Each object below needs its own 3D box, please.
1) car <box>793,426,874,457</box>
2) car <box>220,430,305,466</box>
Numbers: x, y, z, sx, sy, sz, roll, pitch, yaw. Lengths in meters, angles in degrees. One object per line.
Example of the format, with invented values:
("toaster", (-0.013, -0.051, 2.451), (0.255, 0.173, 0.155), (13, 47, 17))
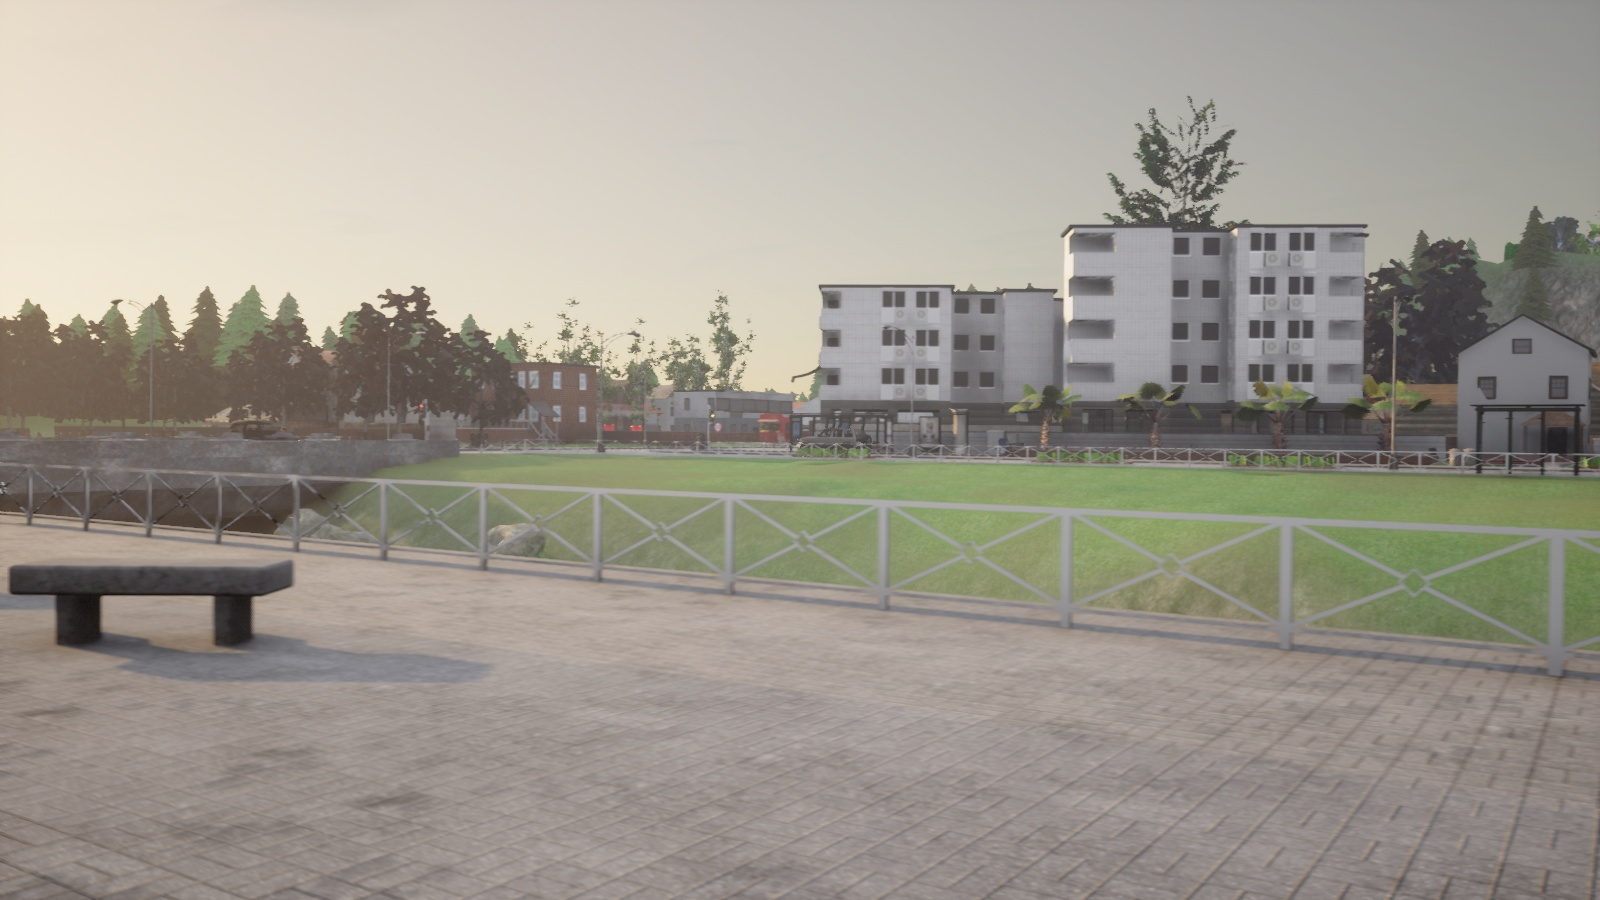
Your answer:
("car", (2.043, -0.521, 76.948), (4.605, 1.855, 1.932), (0, 1, 34))
("car", (-29.444, -0.146, 68.849), (1.905, 1.878, 3.866), (0, 1, 33))
